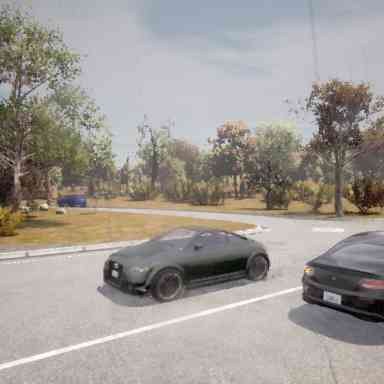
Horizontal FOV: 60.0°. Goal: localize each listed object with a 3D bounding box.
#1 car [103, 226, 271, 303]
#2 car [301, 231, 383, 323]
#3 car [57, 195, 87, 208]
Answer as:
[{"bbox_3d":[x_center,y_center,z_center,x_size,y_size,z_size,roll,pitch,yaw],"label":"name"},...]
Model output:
[{"bbox_3d":[-0.013,1.564,8.257,4.181,1.385,1.994,0,0,-35],"label":"car"},{"bbox_3d":[4.103,1.526,6.677,4.674,1.442,1.812,0,0,-36],"label":"car"},{"bbox_3d":[-19.137,1.433,52.933,5.566,2.045,2.150,-1,-1,35],"label":"car"}]
